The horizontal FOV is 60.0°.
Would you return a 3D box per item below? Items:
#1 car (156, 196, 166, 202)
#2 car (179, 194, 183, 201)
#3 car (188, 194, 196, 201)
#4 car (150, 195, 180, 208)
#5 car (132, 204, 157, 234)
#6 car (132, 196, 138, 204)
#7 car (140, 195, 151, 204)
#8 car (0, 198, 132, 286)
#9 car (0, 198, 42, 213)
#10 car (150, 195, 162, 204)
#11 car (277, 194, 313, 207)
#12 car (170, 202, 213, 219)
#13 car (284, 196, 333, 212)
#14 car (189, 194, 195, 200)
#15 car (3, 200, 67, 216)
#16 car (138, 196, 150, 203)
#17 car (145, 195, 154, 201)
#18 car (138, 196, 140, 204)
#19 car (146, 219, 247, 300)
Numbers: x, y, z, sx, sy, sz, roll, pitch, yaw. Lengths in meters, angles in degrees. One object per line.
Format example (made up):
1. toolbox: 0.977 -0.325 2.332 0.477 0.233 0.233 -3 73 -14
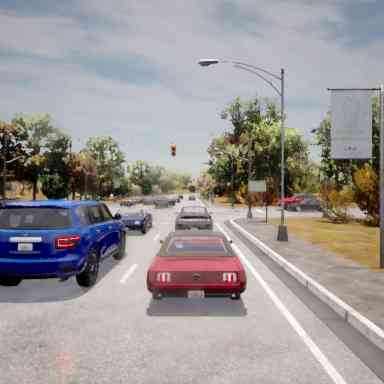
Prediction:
1. car: -6.990 1.595 75.772 1.895 1.301 4.718 0 0 0
2. car: -3.400 1.546 70.300 2.033 1.411 5.357 0 0 0
3. car: 0.011 1.533 85.090 2.033 1.411 5.357 0 0 0
4. car: -3.780 1.491 47.562 2.128 1.511 4.902 0 0 14
5. car: -3.398 1.601 19.261 1.895 1.301 4.718 0 0 0
6. car: -10.580 1.601 54.771 1.895 1.301 4.718 0 0 0
7. car: -7.074 1.526 56.137 1.812 1.442 4.674 0 0 0
8. car: -3.403 1.221 9.507 2.150 2.045 5.566 0 0 0
9. car: -19.211 1.477 36.016 5.008 1.535 1.882 0 0 3
10. car: -7.023 1.477 65.467 1.882 1.535 5.008 0 0 1
11. car: 13.448 1.221 41.382 5.566 2.045 2.150 0 0 4
12. car: 0.103 1.491 17.623 2.128 1.511 4.902 0 0 0
13. car: 13.401 1.505 37.865 4.892 1.490 1.837 0 0 3
14. car: 0.013 1.360 95.509 1.882 1.535 5.008 0 0 0
15. car: -15.154 1.547 32.281 5.357 1.411 2.033 0 0 3
16. car: -10.490 1.552 72.530 1.994 1.385 4.181 0 0 0
17. car: -10.489 1.523 82.558 1.812 1.442 4.674 0 0 0
18. car: -10.538 1.525 63.806 1.812 1.442 4.674 0 0 1
19. car: 0.104 1.601 8.353 1.895 1.301 4.718 0 0 0
